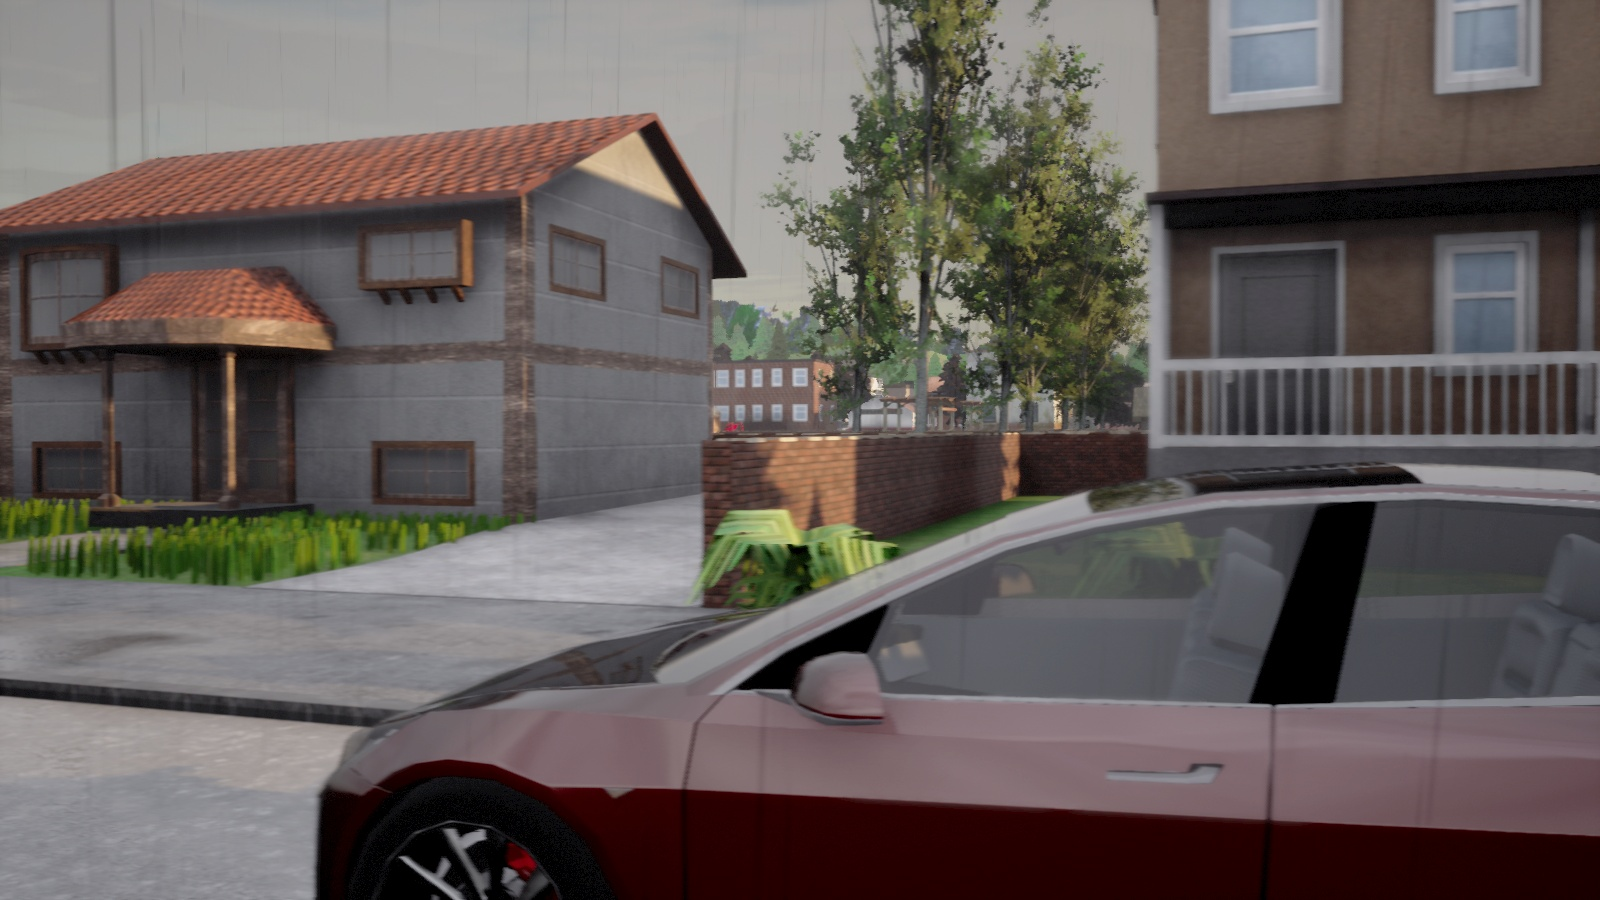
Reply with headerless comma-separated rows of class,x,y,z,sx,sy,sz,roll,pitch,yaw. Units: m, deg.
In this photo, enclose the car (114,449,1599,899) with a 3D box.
car,0.893,0.775,3.420,4.792,1.488,2.163,1,1,19
